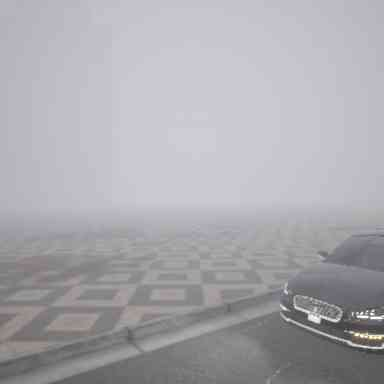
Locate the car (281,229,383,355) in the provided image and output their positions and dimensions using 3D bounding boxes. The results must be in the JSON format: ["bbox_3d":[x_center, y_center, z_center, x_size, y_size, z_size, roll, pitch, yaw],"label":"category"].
[{"bbox_3d":[3.654,1.478,5.979,4.892,1.490,1.837,0,0,-35],"label":"car"}]
